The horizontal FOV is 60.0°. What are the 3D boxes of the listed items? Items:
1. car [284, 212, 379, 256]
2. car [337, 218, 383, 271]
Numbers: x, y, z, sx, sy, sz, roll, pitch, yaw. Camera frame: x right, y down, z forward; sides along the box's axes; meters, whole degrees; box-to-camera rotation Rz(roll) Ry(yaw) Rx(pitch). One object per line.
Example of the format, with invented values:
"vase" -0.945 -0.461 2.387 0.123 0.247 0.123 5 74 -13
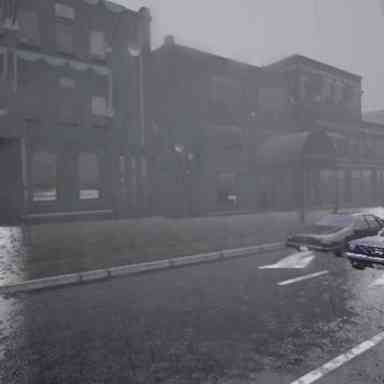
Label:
"car" 5.897 1.491 12.715 5.357 1.411 2.033 0 0 -36
"car" 6.437 1.549 9.624 4.718 1.301 1.895 0 0 -37
